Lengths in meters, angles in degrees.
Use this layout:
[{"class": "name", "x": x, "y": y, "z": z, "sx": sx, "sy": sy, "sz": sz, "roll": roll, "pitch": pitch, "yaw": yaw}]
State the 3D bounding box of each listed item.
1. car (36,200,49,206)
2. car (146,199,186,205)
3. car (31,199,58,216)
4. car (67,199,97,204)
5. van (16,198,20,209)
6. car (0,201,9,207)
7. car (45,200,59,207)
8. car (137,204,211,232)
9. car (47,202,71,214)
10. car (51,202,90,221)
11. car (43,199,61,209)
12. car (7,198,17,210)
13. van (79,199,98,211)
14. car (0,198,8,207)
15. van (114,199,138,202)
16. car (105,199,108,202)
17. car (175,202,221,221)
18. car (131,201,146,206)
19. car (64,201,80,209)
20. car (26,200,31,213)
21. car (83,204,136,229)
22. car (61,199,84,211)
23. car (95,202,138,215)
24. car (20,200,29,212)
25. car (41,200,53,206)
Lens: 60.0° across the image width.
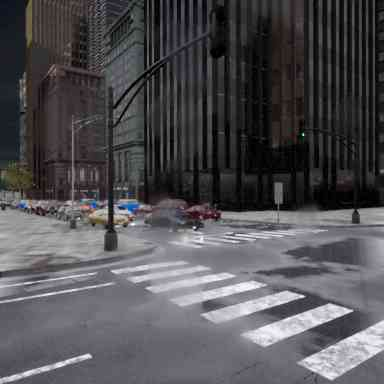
[{"class": "car", "x": -37.590, "y": 2.709, "z": 83.505, "sx": 2.008, "sy": 1.369, "sz": 4.403, "roll": -1, "pitch": 0, "yaw": -35}, {"class": "car", "x": -2.258, "y": 1.668, "z": 33.649, "sx": 2.192, "sy": 1.841, "sz": 5.009, "roll": -1, "pitch": 0, "yaw": -35}, {"class": "car", "x": -17.585, "y": 1.900, "z": 40.519, "sx": 2.192, "sy": 1.841, "sz": 5.009, "roll": -1, "pitch": 0, "yaw": -35}, {"class": "car", "x": -12.830, "y": 1.866, "z": 38.450, "sx": 2.097, "sy": 1.767, "sz": 4.553, "roll": 0, "pitch": -1, "yaw": -35}, {"class": "van", "x": -26.058, "y": 2.122, "z": 52.479, "sx": 1.690, "sy": 1.788, "sz": 3.998, "roll": -1, "pitch": 0, "yaw": -35}, {"class": "car", "x": -44.242, "y": 2.770, "z": 78.148, "sx": 1.802, "sy": 1.307, "sz": 4.206, "roll": -1, "pitch": 0, "yaw": -35}, {"class": "car", "x": -31.574, "y": 2.594, "z": 75.015, "sx": 1.947, "sy": 1.339, "sz": 4.313, "roll": -1, "pitch": 0, "yaw": -35}, {"class": "car", "x": -1.366, "y": 1.791, "z": 22.203, "sx": 2.033, "sy": 1.411, "sz": 5.357, "roll": 0, "pitch": -1, "yaw": -35}, {"class": "car", "x": -18.804, "y": 2.145, "z": 46.954, "sx": 2.128, "sy": 1.511, "sz": 4.902, "roll": 0, "pitch": -1, "yaw": -35}, {"class": "car", "x": -11.930, "y": 2.004, "z": 32.546, "sx": 2.008, "sy": 1.369, "sz": 4.403, "roll": -1, "pitch": 0, "yaw": -35}, {"class": "car", "x": -26.932, "y": 2.238, "z": 63.874, "sx": 2.097, "sy": 1.767, "sz": 4.553, "roll": 0, "pitch": -1, "yaw": -35}, {"class": "car", "x": -31.809, "y": 2.353, "z": 60.597, "sx": 1.967, "sy": 1.590, "sz": 4.097, "roll": -1, "pitch": 0, "yaw": -35}, {"class": "van", "x": -16.940, "y": 2.037, "z": 54.419, "sx": 1.690, "sy": 1.788, "sz": 3.998, "roll": -1, "pitch": 0, "yaw": -35}, {"class": "car", "x": -41.134, "y": 2.666, "z": 73.761, "sx": 1.887, "sy": 1.381, "sz": 4.507, "roll": -1, "pitch": 0, "yaw": -35}, {"class": "van", "x": -8.131, "y": 1.832, "z": 41.957, "sx": 1.690, "sy": 1.788, "sz": 3.998, "roll": -1, "pitch": 0, "yaw": -35}, {"class": "car", "x": -11.067, "y": 1.875, "z": 46.111, "sx": 2.192, "sy": 1.841, "sz": 5.009, "roll": -1, "pitch": 0, "yaw": -35}, {"class": "car", "x": 0.683, "y": 1.828, "z": 29.495, "sx": 1.887, "sy": 1.381, "sz": 4.507, "roll": -1, "pitch": 0, "yaw": -35}, {"class": "car", "x": -5.189, "y": 2.004, "z": 37.803, "sx": 1.802, "sy": 1.307, "sz": 4.206, "roll": -1, "pitch": 0, "yaw": -35}, {"class": "car", "x": -22.551, "y": 2.406, "z": 62.282, "sx": 1.802, "sy": 1.307, "sz": 4.206, "roll": -1, "pitch": 0, "yaw": -35}, {"class": "car", "x": -20.405, "y": 2.195, "z": 44.506, "sx": 1.887, "sy": 1.381, "sz": 4.507, "roll": -1, "pitch": 0, "yaw": -35}, {"class": "car", "x": -6.183, "y": 1.843, "z": 24.435, "sx": 1.752, "sy": 1.417, "sz": 4.829, "roll": -1, "pitch": 0, "yaw": -35}, {"class": "car", "x": -19.000, "y": 2.057, "z": 52.728, "sx": 2.097, "sy": 1.767, "sz": 4.553, "roll": 0, "pitch": -1, "yaw": -37}, {"class": "car", "x": -6.958, "y": 1.902, "z": 30.150, "sx": 1.812, "sy": 1.442, "sz": 4.674, "roll": 0, "pitch": -1, "yaw": -35}, {"class": "car", "x": -23.231, "y": 2.156, "z": 48.492, "sx": 1.967, "sy": 1.590, "sz": 4.097, "roll": -1, "pitch": 0, "yaw": -35}, {"class": "car", "x": -34.583, "y": 2.659, "z": 79.261, "sx": 1.947, "sy": 1.339, "sz": 4.313, "roll": -1, "pitch": 0, "yaw": -35}]
